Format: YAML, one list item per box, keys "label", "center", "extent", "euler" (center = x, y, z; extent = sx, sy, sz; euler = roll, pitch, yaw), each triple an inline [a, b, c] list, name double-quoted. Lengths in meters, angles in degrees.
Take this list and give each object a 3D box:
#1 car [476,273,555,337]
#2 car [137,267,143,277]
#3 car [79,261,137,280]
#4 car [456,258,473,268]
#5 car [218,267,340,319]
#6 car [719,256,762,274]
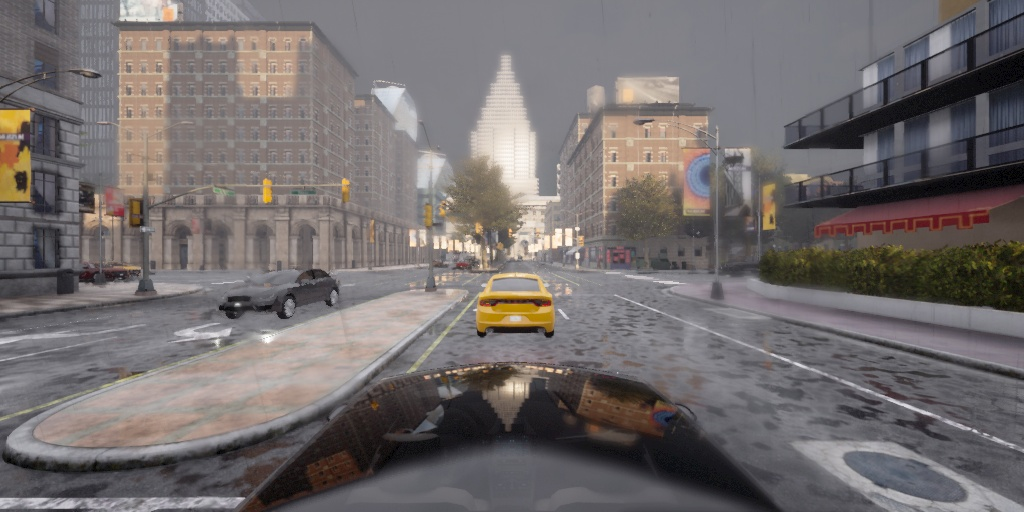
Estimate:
- label: "car"
  center: [0.093, 1.228, 10.374]
  extent: [1.882, 1.535, 5.008]
  euler: [0, 0, 0]
- label: "car"
  center: [-36.420, 1.227, 32.367]
  extent: [5.008, 1.535, 1.882]
  euler: [0, 0, 0]
- label: "car"
  center: [-33.944, 1.228, 28.874]
  extent: [5.008, 1.535, 1.882]
  euler: [0, 0, 0]
- label: "car"
  center: [-7.999, 1.351, 59.114]
  extent: [1.895, 1.301, 4.718]
  euler: [0, 0, 0]
- label: "car"
  center: [-7.984, 1.166, 12.883]
  extent: [1.837, 1.490, 4.892]
  euler: [0, 0, 0]
- label: "car"
  center: [26.005, 0.971, 39.721]
  extent: [5.566, 2.045, 2.150]
  euler: [0, 0, 0]
